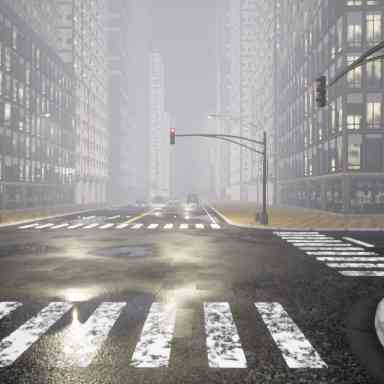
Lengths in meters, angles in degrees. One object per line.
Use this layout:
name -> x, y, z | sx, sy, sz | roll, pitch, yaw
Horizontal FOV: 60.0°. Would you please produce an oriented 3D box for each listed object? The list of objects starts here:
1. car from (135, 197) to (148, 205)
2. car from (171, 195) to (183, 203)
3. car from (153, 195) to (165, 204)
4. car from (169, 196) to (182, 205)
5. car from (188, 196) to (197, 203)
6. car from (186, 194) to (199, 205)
car -> -9.631, 1.663, 64.296 | 2.033, 1.411, 5.357 | 0, 0, 0
car -> -3.121, 1.495, 70.118 | 2.128, 1.511, 4.902 | 0, 0, 0
car -> -6.381, 1.468, 64.321 | 2.097, 1.767, 4.553 | 0, 0, 0
car -> -3.139, 1.702, 60.146 | 1.895, 1.301, 4.718 | 0, 0, 0
car -> 0.130, 1.540, 70.529 | 1.994, 1.385, 4.181 | 0, 0, 0
car -> 0.111, 1.322, 60.142 | 2.150, 2.045, 5.566 | 0, 0, 0
